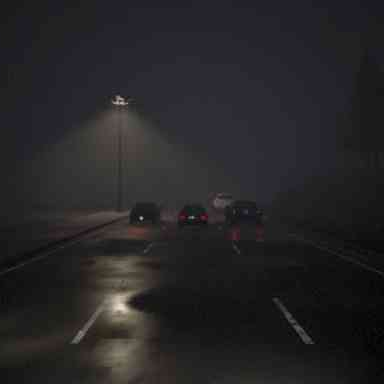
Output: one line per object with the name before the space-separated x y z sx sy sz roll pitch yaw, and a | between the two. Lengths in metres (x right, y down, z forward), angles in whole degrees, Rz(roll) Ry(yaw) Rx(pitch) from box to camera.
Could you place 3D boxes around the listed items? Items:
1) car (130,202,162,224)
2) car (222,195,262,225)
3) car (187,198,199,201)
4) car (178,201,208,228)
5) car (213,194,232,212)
car | -3.421 1.505 24.961 1.837 1.490 4.892 0 0 0
car | 3.574 1.352 23.895 2.097 1.767 4.553 0 0 0
car | 0.119 1.492 38.835 2.128 1.511 4.902 0 0 1
car | 0.065 1.548 22.078 2.033 1.411 5.357 0 0 0
car | 3.604 1.220 38.020 2.150 2.045 5.566 0 0 1
